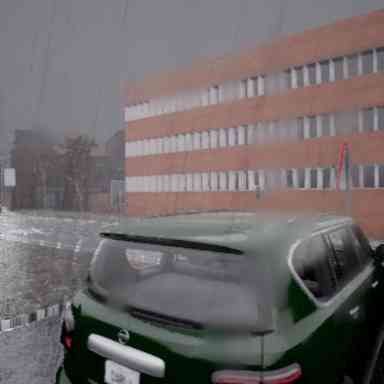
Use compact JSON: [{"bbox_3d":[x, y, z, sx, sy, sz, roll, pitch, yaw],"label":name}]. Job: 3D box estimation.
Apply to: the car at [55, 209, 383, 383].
[{"bbox_3d":[1.120,1.236,4.227,2.435,2.045,5.566,0,0,35],"label":"car"}]
